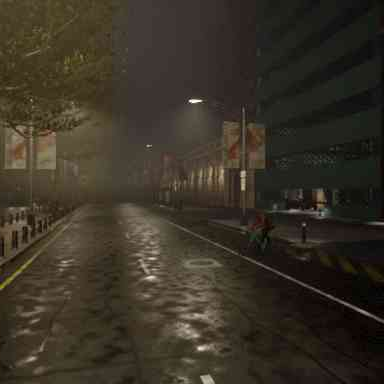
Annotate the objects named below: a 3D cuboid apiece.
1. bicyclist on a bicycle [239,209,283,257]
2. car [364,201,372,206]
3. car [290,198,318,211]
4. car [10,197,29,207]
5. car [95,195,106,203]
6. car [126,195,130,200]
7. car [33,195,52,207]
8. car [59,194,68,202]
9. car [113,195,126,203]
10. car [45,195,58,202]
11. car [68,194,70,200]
[{"bbox_3d":[2.386,1.425,11.433,1.656,1.620,0.582,0,0,-15],"label":"bicyclist on a bicycle"},{"bbox_3d":[23.954,1.463,41.554,1.895,1.301,4.718,0,0,-15],"label":"car"},{"bbox_3d":[12.642,1.413,38.946,2.161,1.482,4.786,0,0,-15],"label":"car"},{"bbox_3d":[-26.104,1.504,50.488,1.837,1.490,4.892,0,0,-14],"label":"car"},{"bbox_3d":[-19.206,1.500,69.754,1.837,1.490,4.892,0,0,-15],"label":"car"},{"bbox_3d":[-18.375,1.595,92.758,1.895,1.301,4.718,0,0,-15],"label":"car"},{"bbox_3d":[-22.711,1.504,51.524,1.837,1.490,4.892,0,0,-15],"label":"car"},{"bbox_3d":[-26.520,1.552,66.115,1.994,1.385,4.181,0,0,-15],"label":"car"},{"bbox_3d":[-15.534,1.478,69.628,1.882,1.535,5.008,0,0,-15],"label":"car"},{"bbox_3d":[-33.966,1.539,80.417,2.033,1.411,5.357,0,0,-15],"label":"car"},{"bbox_3d":[-30.588,1.354,81.335,2.097,1.767,4.553,0,0,-15],"label":"car"}]
